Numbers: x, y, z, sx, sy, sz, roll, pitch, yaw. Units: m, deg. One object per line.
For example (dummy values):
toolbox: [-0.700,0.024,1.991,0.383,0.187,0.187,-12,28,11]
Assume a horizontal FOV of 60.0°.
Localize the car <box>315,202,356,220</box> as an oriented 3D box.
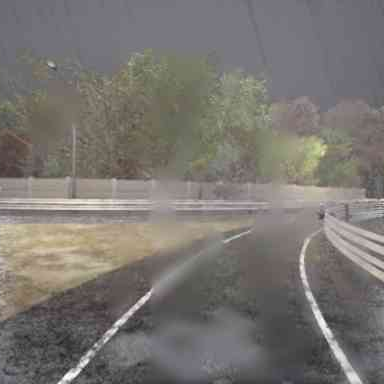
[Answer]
car: [12.602,1.583,29.005,2.033,1.411,5.357,1,0,43]
